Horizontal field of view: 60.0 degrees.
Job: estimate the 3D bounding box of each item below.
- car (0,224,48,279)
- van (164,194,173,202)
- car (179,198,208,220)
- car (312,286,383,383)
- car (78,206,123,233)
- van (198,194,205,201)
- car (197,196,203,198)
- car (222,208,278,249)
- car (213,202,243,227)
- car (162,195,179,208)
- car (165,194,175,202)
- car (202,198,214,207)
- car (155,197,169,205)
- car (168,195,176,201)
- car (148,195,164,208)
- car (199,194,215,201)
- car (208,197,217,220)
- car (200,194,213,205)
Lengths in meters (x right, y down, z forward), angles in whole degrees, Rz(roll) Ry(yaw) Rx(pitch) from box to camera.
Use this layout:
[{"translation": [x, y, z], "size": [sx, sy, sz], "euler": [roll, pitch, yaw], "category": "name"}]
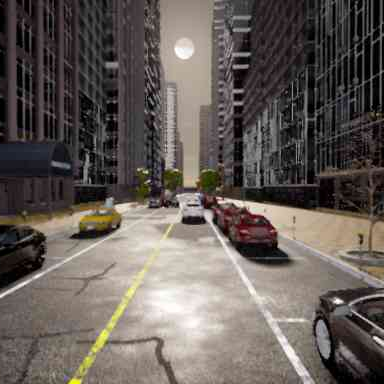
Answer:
[{"translation": [-5.323, 1.569, 8.668], "size": [1.947, 1.339, 4.313], "euler": [-1, 0, 0], "category": "car"}, {"translation": [-5.323, 1.401, 76.450], "size": [1.690, 1.788, 3.998], "euler": [-1, 0, 0], "category": "van"}, {"translation": [0.103, 1.539, 28.033], "size": [1.812, 1.442, 4.674], "euler": [0, 0, 0], "category": "car"}, {"translation": [2.524, 1.551, 3.046], "size": [2.008, 1.369, 4.403], "euler": [-1, 0, 0], "category": "car"}, {"translation": [-5.323, 1.534, 19.795], "size": [1.752, 1.417, 4.829], "euler": [-1, 0, 0], "category": "car"}, {"translation": [2.557, 1.414, 87.778], "size": [1.690, 1.788, 3.998], "euler": [-1, 0, 0], "category": "van"}, {"translation": [0.102, 1.589, 44.552], "size": [1.994, 1.385, 4.181], "euler": [0, 0, 0], "category": "car"}, {"translation": [2.524, 1.587, 14.343], "size": [1.802, 1.307, 4.206], "euler": [-1, 0, 0], "category": "car"}, {"translation": [2.524, 1.553, 19.992], "size": [1.887, 1.381, 4.507], "euler": [-1, 0, 0], "category": "car"}, {"translation": [-2.826, 1.593, 48.257], "size": [1.994, 1.385, 4.181], "euler": [0, 0, 0], "category": "car"}, {"translation": [-5.323, 1.382, 82.099], "size": [2.192, 1.841, 5.009], "euler": [-1, 0, 0], "category": "car"}, {"translation": [2.526, 1.616, 53.885], "size": [1.802, 1.307, 4.206], "euler": [-1, 0, 0], "category": "car"}, {"translation": [-5.321, 1.591, 59.505], "size": [2.008, 1.369, 4.403], "euler": [-1, 0, 0], "category": "car"}, {"translation": [-5.320, 1.619, 87.748], "size": [1.887, 1.381, 4.507], "euler": [-1, 0, 0], "category": "car"}, {"translation": [-5.322, 1.580, 48.207], "size": [2.008, 1.369, 4.403], "euler": [-1, 0, 0], "category": "car"}, {"translation": [2.522, 1.343, 48.237], "size": [2.192, 1.841, 5.009], "euler": [-1, 0, 0], "category": "car"}, {"translation": [2.523, 1.451, 25.641], "size": [1.967, 1.590, 4.097], "euler": [-1, 0, 0], "category": "car"}, {"translation": [2.523, 1.355, 59.534], "size": [2.192, 1.841, 5.009], "euler": [-1, 0, 0], "category": "car"}]
